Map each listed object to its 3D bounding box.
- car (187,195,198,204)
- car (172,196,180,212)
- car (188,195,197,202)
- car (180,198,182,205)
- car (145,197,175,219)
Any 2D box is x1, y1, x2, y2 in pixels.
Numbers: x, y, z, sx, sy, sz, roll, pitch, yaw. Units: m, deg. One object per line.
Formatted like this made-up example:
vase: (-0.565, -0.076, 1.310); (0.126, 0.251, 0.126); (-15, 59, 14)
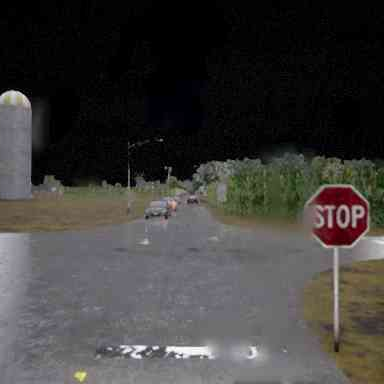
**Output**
car: (0.081, 1.433, 60.807); (1.882, 1.535, 5.008); (0, 0, 0)
car: (-2.794, 1.335, 38.951); (2.097, 1.767, 4.553); (0, 0, 0)
car: (0.095, 1.327, 71.231); (1.994, 1.385, 4.181); (0, 0, 0)
car: (-2.746, 1.467, 56.762); (1.837, 1.490, 4.892); (0, 0, 0)
car: (-2.854, 1.494, 28.921); (1.837, 1.490, 4.892); (0, 0, 2)
